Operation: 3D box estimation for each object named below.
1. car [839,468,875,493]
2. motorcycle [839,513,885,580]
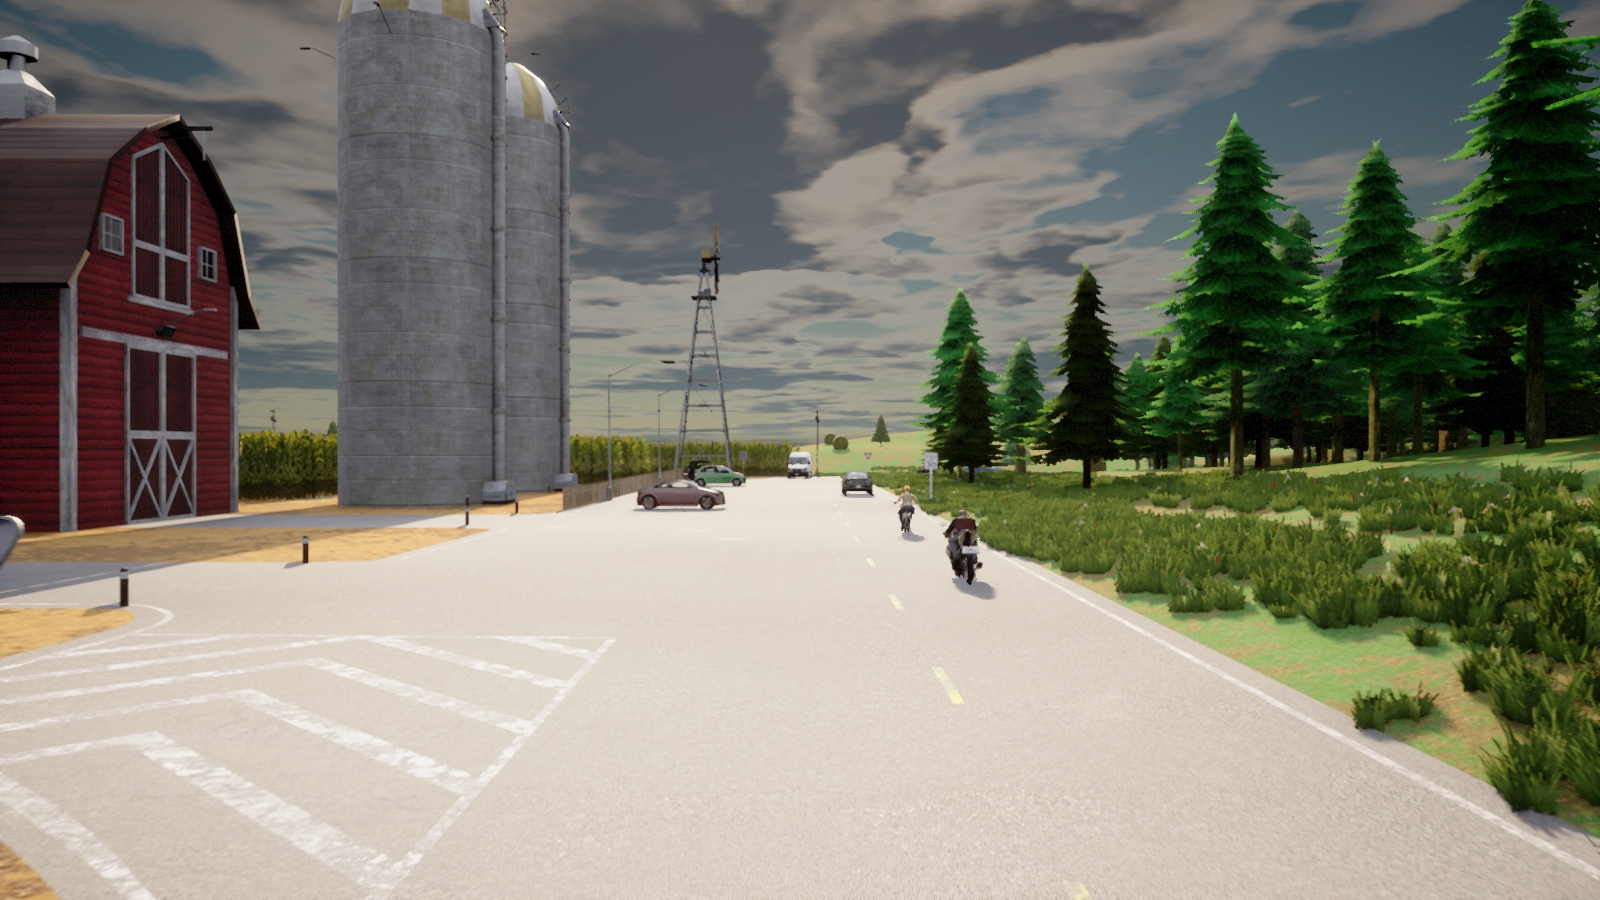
[{"bbox_3d":[3.512,1.880,70.833,2.002,1.442,4.674,0,0,0],"label":"car"},{"bbox_3d":[1.307,2.043,24.505,0.867,1.251,2.209,0,0,0],"label":"motorcycle"}]
